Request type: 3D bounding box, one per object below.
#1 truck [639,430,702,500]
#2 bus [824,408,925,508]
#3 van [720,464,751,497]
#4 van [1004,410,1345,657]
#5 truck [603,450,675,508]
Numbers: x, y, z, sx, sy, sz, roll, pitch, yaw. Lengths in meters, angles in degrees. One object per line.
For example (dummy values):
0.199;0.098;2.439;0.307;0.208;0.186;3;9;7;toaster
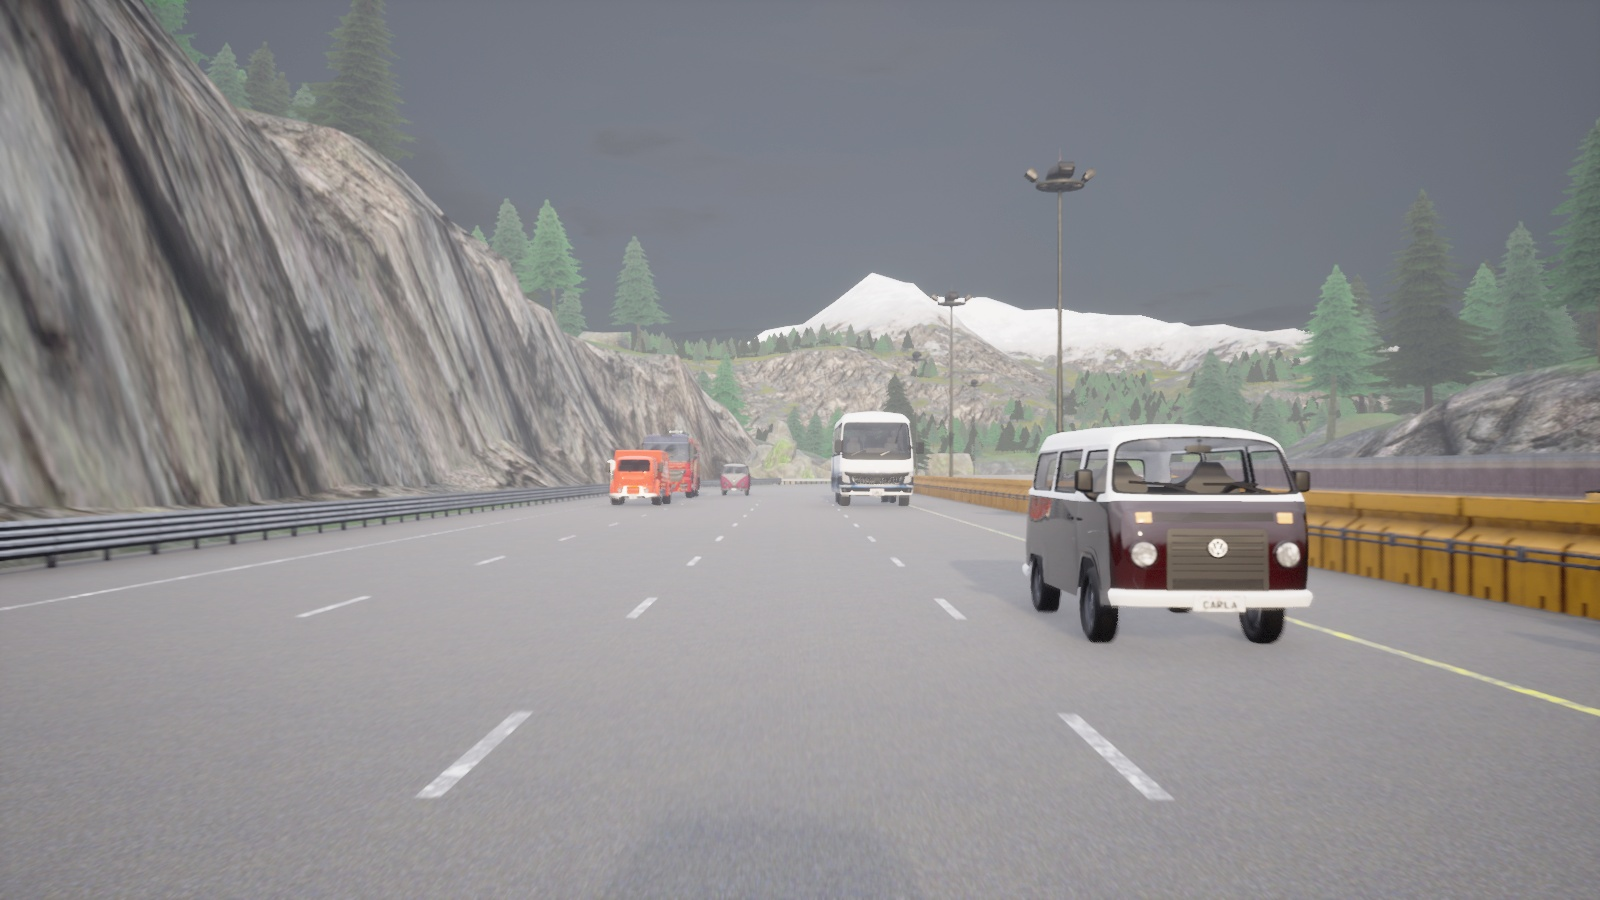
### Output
-7.451;0.899;73.044;2.891;3.827;8.468;0;-1;-1;truck
3.279;0.405;58.705;3.944;4.253;10.273;0;-1;-1;bus
-4.036;1.908;79.338;1.775;1.987;4.442;0;-1;-1;van
3.468;0.738;12.658;2.069;2.038;4.480;0;-1;0;van
-7.199;1.307;56.705;2.627;2.467;5.204;0;-1;-1;truck
